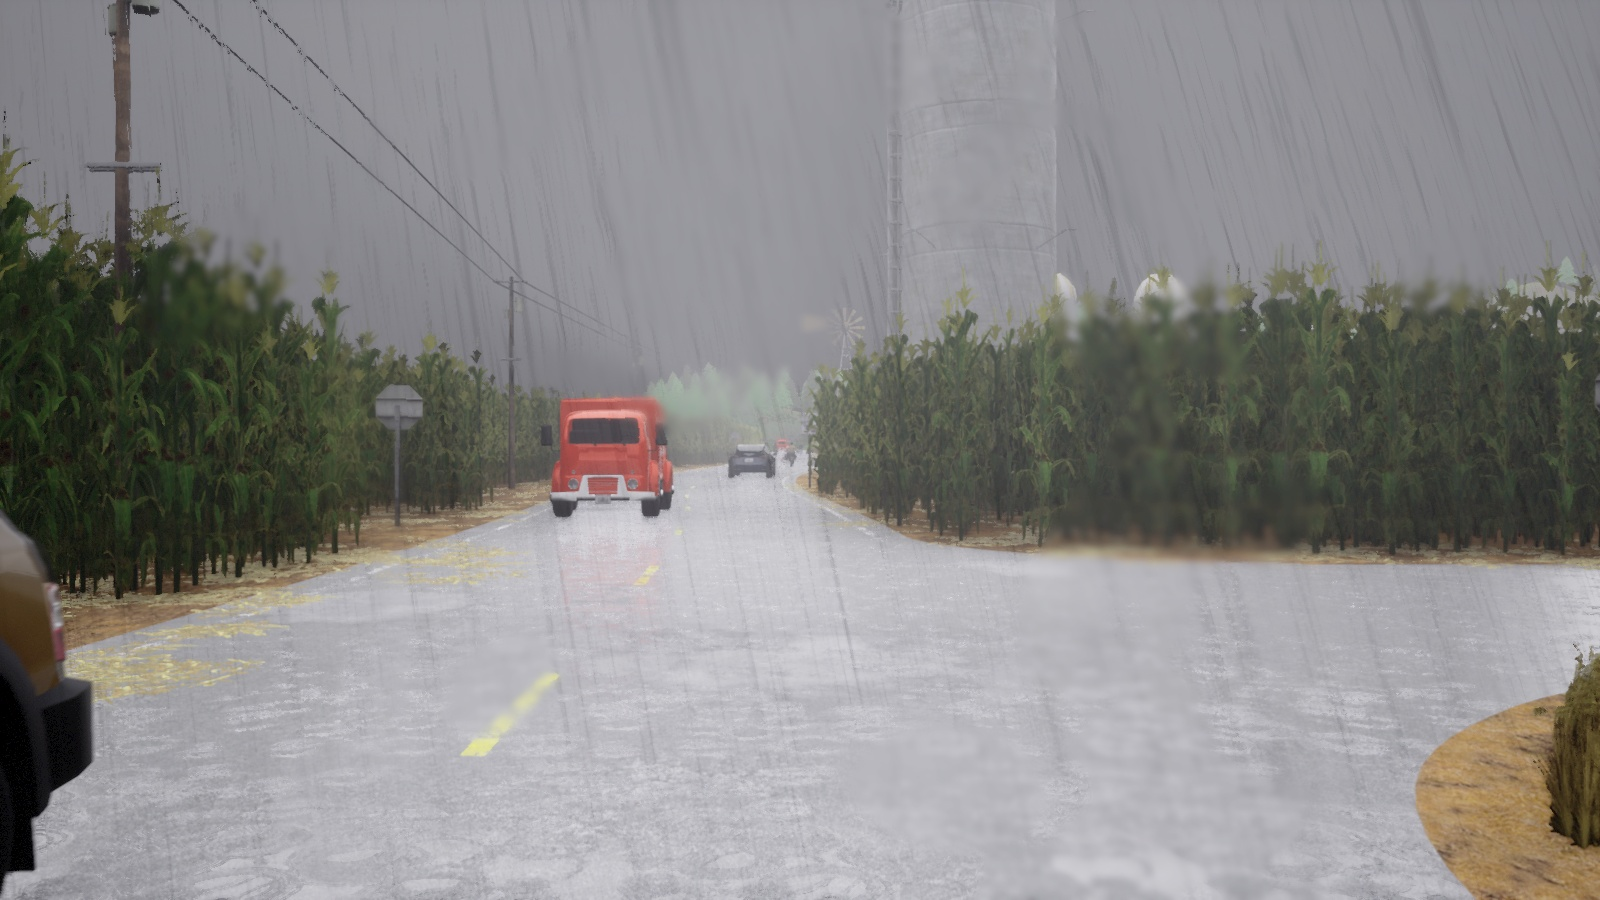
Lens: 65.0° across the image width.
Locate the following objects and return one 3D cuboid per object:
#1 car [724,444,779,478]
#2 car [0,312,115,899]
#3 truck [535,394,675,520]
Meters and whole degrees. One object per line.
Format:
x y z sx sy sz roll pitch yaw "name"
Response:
-2.142 0.478 56.996 2.163 1.488 4.792 0 0 2 "car"
-3.224 0.552 1.803 1.932 1.855 4.605 0 0 0 "car"
-4.081 0.128 27.269 2.627 2.467 5.204 0 0 -4 "truck"
